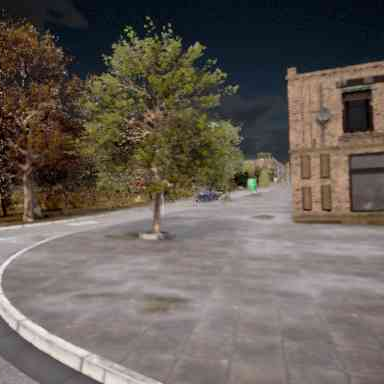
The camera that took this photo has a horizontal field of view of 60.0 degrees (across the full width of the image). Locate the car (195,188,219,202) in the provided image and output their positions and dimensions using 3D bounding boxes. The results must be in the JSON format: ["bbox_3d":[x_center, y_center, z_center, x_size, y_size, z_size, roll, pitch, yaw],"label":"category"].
[{"bbox_3d":[2.037,0.273,44.074,2.097,1.767,4.553,-2,2,21],"label":"car"}]
